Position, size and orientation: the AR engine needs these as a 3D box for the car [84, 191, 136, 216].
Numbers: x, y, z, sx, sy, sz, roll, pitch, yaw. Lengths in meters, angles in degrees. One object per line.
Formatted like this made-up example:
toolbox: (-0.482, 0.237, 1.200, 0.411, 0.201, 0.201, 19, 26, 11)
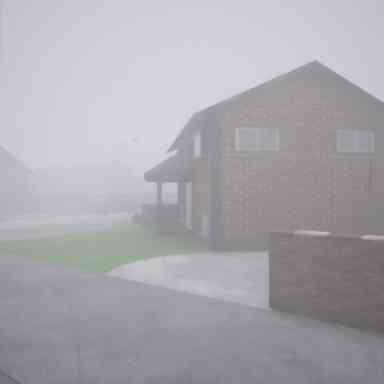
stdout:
car: (-8.076, 1.229, 33.485, 2.150, 2.045, 5.566, 0, 0, 35)
